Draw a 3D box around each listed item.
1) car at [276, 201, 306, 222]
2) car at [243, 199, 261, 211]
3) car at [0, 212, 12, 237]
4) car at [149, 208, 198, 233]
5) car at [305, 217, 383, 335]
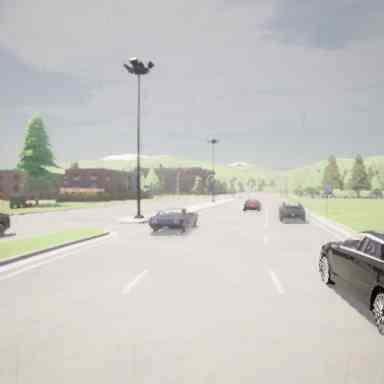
[{"bbox_3d":[7.661,1.441,25.804,2.128,1.511,4.902,0,0,13],"label":"car"},{"bbox_3d":[7.254,1.487,39.925,1.994,1.385,4.181,0,0,13],"label":"car"},{"bbox_3d":[-10.644,1.464,15.179,2.128,1.511,4.902,0,0,16],"label":"car"},{"bbox_3d":[-0.910,1.564,19.417,1.895,1.301,4.718,0,0,12],"label":"car"},{"bbox_3d":[3.960,1.478,6.430,2.128,1.511,4.902,0,0,5],"label":"car"}]
